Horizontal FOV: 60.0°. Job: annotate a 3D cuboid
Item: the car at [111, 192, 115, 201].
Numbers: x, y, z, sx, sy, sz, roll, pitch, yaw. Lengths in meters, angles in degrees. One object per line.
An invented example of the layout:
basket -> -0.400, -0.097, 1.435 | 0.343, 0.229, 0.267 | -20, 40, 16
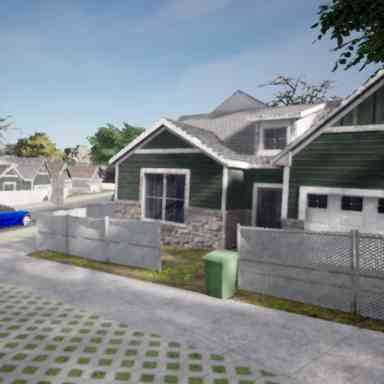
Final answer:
car -> -11.510, 0.550, 53.421 | 2.097, 1.767, 4.553 | 3, 1, -2

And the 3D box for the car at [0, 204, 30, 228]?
car -> -11.572, 1.390, 19.581 | 1.882, 1.535, 5.008 | 3, 1, 6
